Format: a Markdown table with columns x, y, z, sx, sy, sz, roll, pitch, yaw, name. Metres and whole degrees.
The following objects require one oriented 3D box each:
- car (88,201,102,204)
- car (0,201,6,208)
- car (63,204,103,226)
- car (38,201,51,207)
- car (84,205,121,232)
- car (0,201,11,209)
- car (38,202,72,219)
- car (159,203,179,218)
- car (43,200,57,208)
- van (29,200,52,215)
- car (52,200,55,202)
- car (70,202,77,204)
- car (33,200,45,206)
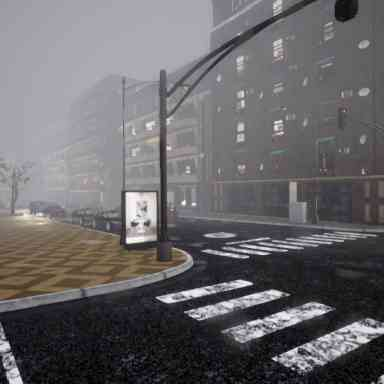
| x | y | z | sx | sy | sz | roll | pitch | yaw | name |
| --- | --- | --- | --- | --- | --- | --- | --- | --- | --- |
| -15.001 | 2.118 | 50.657 | 1.967 | 1.590 | 4.097 | -2 | 0 | -36 | car |
| -44.641 | 2.861 | 77.329 | 1.887 | 1.381 | 4.507 | -2 | 0 | -36 | car |
| -8.840 | 1.968 | 27.617 | 2.008 | 1.369 | 4.403 | -2 | 0 | -36 | car |
| -34.586 | 2.734 | 77.728 | 1.947 | 1.339 | 4.313 | -2 | 0 | -36 | car |
| -5.576 | 1.887 | 23.105 | 2.008 | 1.369 | 4.403 | -2 | 0 | -36 | car |
| -38.113 | 2.702 | 68.305 | 2.008 | 1.369 | 4.403 | -2 | 0 | -36 | car |
| -14.916 | 2.114 | 36.094 | 1.887 | 1.381 | 4.507 | -2 | 0 | -36 | car |
| -3.154 | 1.823 | 34.492 | 1.967 | 1.590 | 4.097 | -2 | 0 | -36 | car |
| -31.326 | 2.526 | 73.216 | 1.967 | 1.590 | 4.097 | -2 | 0 | -36 | car |
| -19.834 | 2.034 | 42.982 | 1.690 | 1.788 | 3.998 | -2 | 0 | -36 | van |
| -25.375 | 2.469 | 60.589 | 1.994 | 1.385 | 4.181 | -1 | -1 | -36 | car |
| -21.530 | 2.423 | 59.679 | 1.802 | 1.307 | 4.206 | -2 | 0 | -36 | car |
| -37.851 | 2.796 | 82.241 | 1.887 | 1.381 | 4.507 | -2 | 0 | -36 | car |
